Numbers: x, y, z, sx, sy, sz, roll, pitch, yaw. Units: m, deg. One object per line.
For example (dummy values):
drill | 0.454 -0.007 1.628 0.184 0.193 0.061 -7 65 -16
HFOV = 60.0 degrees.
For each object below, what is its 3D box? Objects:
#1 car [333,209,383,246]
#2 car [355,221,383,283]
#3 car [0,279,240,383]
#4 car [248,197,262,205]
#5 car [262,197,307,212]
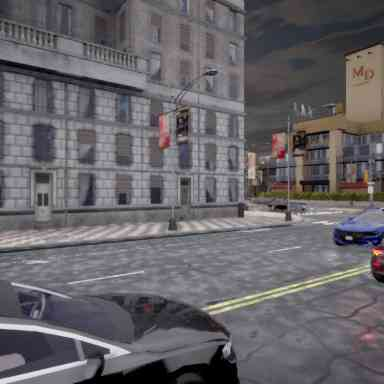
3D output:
car | 7.984 1.477 14.102 5.008 1.535 1.882 0 0 -36
car | 6.273 1.526 8.356 4.674 1.442 1.812 0 0 -36
car | -1.779 1.492 2.595 4.902 1.511 2.128 0 0 -35
car | 12.068 1.547 56.384 2.033 1.411 5.357 0 0 -37
car | 10.877 1.492 38.217 2.128 1.511 4.902 0 0 -36
